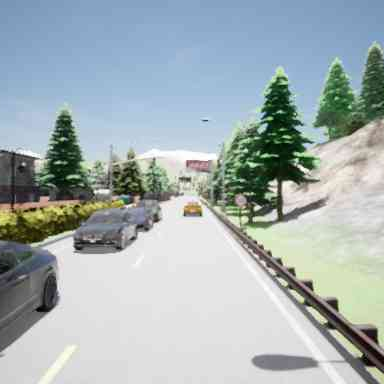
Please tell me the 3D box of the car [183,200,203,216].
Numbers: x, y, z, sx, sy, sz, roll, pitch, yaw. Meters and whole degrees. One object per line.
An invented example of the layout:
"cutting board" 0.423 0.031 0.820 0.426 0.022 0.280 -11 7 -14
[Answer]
"car" 0.084 1.562 33.212 1.882 1.535 5.008 0 0 0

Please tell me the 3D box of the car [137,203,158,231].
"car" -3.500 1.619 20.696 1.994 1.385 4.181 0 0 0

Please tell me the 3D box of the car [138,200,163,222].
"car" -3.551 1.420 26.409 2.097 1.767 4.553 0 0 1

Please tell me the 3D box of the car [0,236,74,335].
"car" -3.589 1.539 5.076 1.812 1.442 4.674 0 0 0

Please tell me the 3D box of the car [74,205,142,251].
"car" -3.587 1.543 14.497 1.837 1.490 4.892 0 0 0
